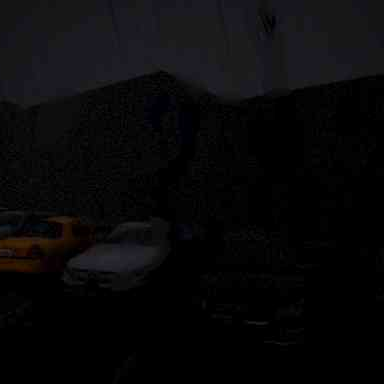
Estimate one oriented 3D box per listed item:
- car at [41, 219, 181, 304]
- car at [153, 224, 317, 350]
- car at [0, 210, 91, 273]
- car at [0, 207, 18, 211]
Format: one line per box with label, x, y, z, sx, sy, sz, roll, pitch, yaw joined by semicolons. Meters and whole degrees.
car;-1.214;1.453;8.219;2.002;1.452;4.674;1;0;14
car;1.209;1.449;6.565;2.231;1.521;4.892;1;0;14
car;-3.595;1.377;10.057;1.946;1.575;5.366;1;0;14
car;-6.054;1.383;11.537;2.002;1.452;4.674;1;0;14
